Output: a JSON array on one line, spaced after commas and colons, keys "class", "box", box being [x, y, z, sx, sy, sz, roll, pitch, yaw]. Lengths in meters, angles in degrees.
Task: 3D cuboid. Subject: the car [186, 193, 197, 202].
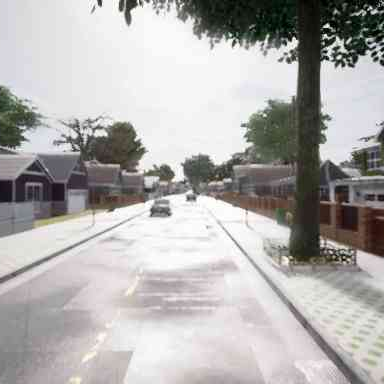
[{"class": "car", "box": [-0.170, 0.983, 66.793, 2.097, 1.767, 4.553, 0, 0, 0]}]

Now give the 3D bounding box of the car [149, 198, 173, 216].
[{"class": "car", "box": [-2.827, 1.375, 31.107, 1.837, 1.490, 4.892, 0, 0, 0]}]

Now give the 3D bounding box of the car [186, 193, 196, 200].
[{"class": "car", "box": [-0.197, 0.971, 76.888, 2.128, 1.511, 4.902, 0, 0, 0]}]
